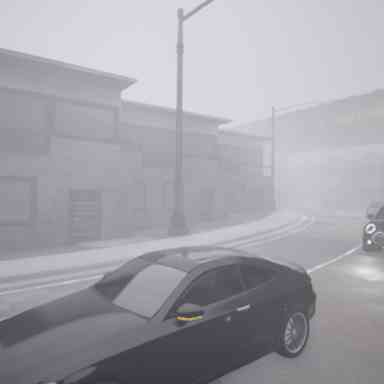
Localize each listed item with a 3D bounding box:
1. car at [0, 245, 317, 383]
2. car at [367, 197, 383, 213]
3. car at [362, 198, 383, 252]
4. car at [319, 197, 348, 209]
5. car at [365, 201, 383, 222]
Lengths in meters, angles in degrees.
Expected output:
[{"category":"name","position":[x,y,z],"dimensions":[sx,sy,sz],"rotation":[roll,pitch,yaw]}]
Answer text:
[{"category":"car","position":[-0.168,1.510,4.319],"dimensions":[4.674,1.442,1.812],"rotation":[0,0,-40]},{"category":"car","position":[19.767,1.331,33.580],"dimensions":[2.128,1.511,4.902],"rotation":[1,0,6]},{"category":"car","position":[7.805,1.220,12.407],"dimensions":[2.097,1.767,4.553],"rotation":[0,1,35]},{"category":"car","position":[19.374,1.517,45.776],"dimensions":[1.837,1.490,4.892],"rotation":[1,-2,-8]},{"category":"car","position":[14.188,1.363,24.414],"dimensions":[1.895,1.301,4.718],"rotation":[0,0,18]}]
